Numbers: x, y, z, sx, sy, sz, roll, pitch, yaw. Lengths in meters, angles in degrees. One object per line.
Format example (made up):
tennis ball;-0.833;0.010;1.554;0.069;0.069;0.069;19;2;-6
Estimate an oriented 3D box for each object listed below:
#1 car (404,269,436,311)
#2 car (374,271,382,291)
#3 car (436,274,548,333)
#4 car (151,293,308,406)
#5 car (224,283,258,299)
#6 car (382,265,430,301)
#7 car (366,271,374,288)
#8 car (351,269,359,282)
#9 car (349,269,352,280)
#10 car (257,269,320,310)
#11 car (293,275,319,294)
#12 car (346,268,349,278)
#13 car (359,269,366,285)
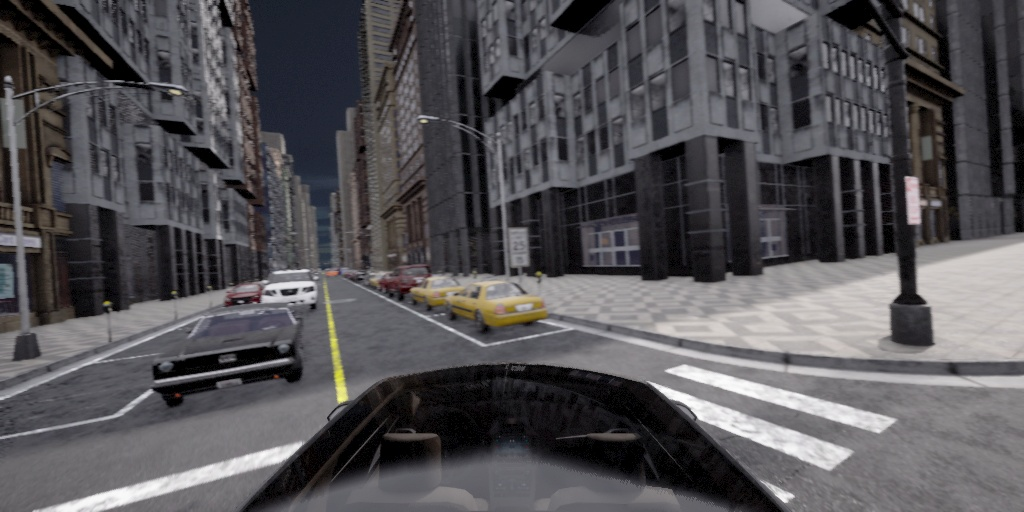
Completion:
car;-3.331;1.495;16.031;1.751;1.417;4.829;0;0;-28
car;-8.474;1.859;25.786;1.888;1.381;4.507;0;0;-28
car;-0.720;1.322;11.078;1.751;1.417;4.829;0;0;-28
car;-5.422;1.713;7.421;1.895;1.301;4.718;-4;0;-29
car;-15.987;2.357;21.788;1.888;1.381;4.507;0;0;-28
car;-5.863;1.456;20.833;2.192;1.841;5.009;0;0;-28
car;-11.165;2.012;30.890;1.751;1.417;4.829;0;0;-28
car;-18.920;2.571;45.598;1.948;1.339;4.313;0;0;-28
car;-21.531;2.761;50.551;1.802;1.307;4.207;0;0;-28
car;-11.527;1.738;18.899;2.150;2.045;5.566;-4;0;-28
car;-18.885;2.527;32.979;1.812;1.442;4.674;-4;0;-27
car;-24.142;2.792;55.503;1.967;1.591;4.097;0;0;-28
car;-13.697;2.210;35.692;2.007;1.370;4.403;0;0;-28
